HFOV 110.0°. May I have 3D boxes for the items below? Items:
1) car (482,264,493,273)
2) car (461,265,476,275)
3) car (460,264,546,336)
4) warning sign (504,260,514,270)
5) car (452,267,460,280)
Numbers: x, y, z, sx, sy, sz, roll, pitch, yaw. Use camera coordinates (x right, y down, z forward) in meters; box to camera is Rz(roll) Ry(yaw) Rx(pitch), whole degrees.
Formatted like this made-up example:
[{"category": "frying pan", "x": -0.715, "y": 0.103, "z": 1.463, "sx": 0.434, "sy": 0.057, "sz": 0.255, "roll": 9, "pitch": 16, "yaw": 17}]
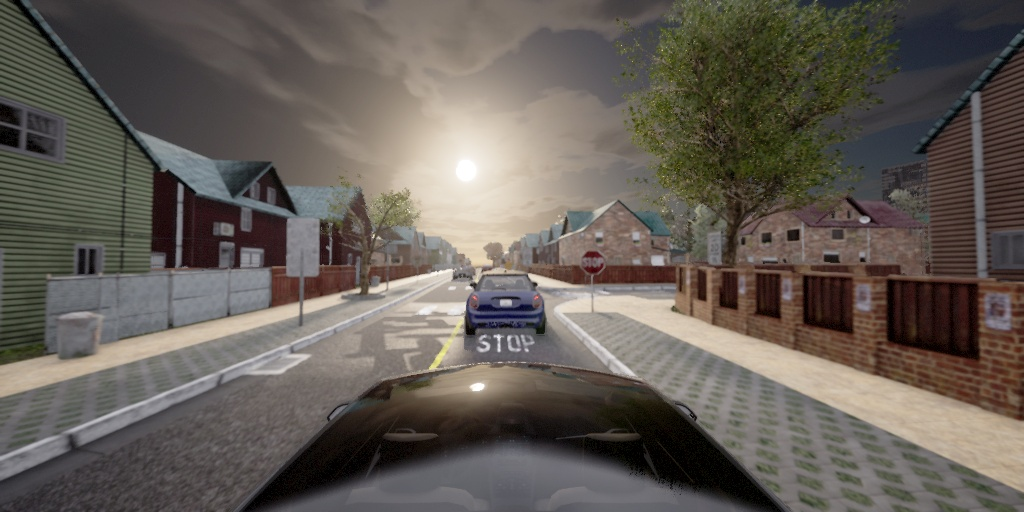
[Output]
[{"category": "car", "x": -4.233, "y": 2.146, "z": 62.020, "sx": 1.882, "sy": 1.535, "sz": 5.008, "roll": 0, "pitch": -1, "yaw": -4}, {"category": "car", "x": -6.344, "y": 2.050, "z": 52.425, "sx": 1.994, "sy": 1.385, "sz": 4.181, "roll": 0, "pitch": -1, "yaw": -5}, {"category": "car", "x": -0.244, "y": 1.213, "z": 11.049, "sx": 2.097, "sy": 1.767, "sz": 4.553, "roll": 0, "pitch": -1, "yaw": -2}, {"category": "warning sign", "x": -0.400, "y": 1.479, "z": 45.488, "sx": 1.300, "sy": 1.860, "sz": 1.060, "roll": 0, "pitch": 0, "yaw": -5}, {"category": "car", "x": -5.129, "y": 1.789, "z": 37.396, "sx": 1.994, "sy": 1.385, "sz": 4.181, "roll": 0, "pitch": -1, "yaw": -6}]
